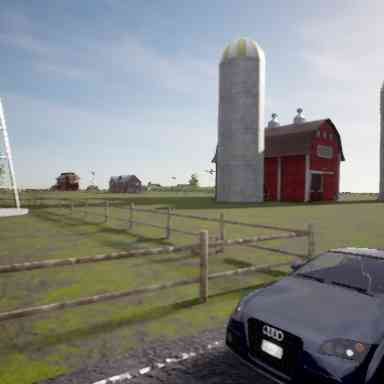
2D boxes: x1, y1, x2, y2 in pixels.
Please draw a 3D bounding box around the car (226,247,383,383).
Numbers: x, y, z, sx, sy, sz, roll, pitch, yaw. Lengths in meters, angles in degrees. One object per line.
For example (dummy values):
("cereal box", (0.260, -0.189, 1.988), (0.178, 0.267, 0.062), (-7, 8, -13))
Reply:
("car", (2.512, 1.567, 4.867), (4.181, 1.385, 1.994), (0, 0, -36))
